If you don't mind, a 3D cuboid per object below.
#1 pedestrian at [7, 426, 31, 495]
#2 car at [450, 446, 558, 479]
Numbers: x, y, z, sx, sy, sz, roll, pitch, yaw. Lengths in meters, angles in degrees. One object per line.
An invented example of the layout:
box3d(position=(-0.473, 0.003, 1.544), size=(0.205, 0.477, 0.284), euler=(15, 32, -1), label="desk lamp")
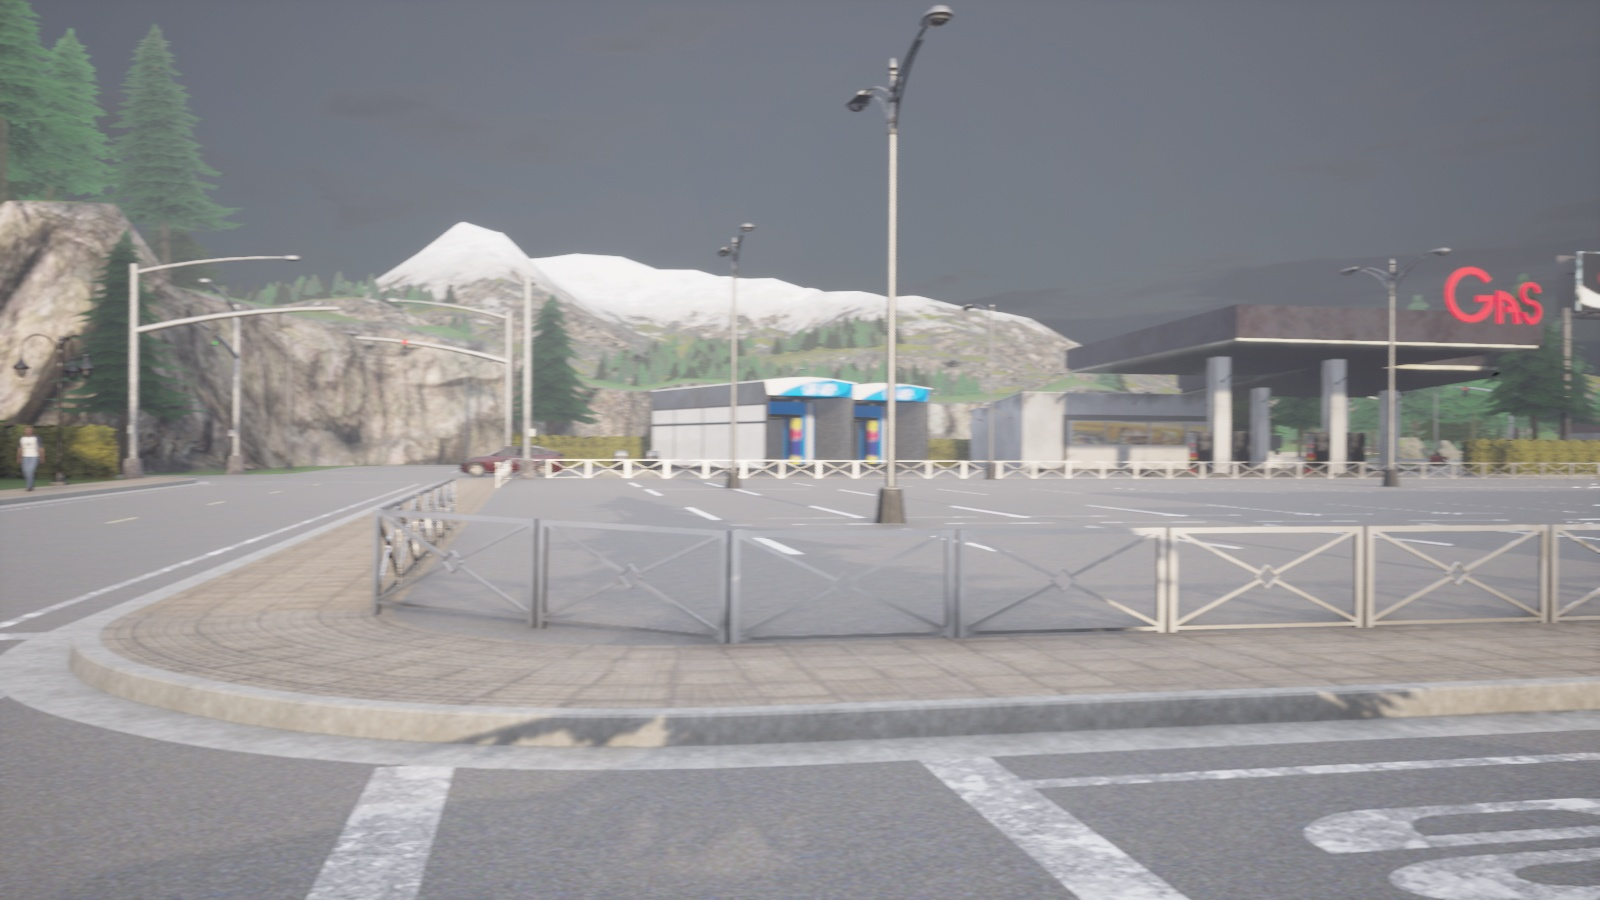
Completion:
box3d(position=(-21.032, 0.278, 33.841), size=(0.354, 1.836, 0.706), euler=(0, 0, -14), label="pedestrian")
box3d(position=(-13.721, 0.568, 58.394), size=(4.792, 1.488, 2.163), euler=(0, 0, -11), label="car")
